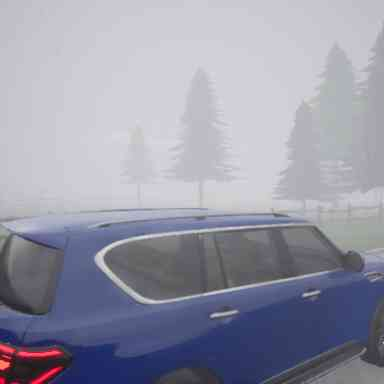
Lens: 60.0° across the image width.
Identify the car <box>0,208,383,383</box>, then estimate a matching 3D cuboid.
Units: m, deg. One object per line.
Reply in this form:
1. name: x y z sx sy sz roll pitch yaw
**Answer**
1. car: 0.503 1.222 4.105 5.566 2.045 2.150 0 0 -36
